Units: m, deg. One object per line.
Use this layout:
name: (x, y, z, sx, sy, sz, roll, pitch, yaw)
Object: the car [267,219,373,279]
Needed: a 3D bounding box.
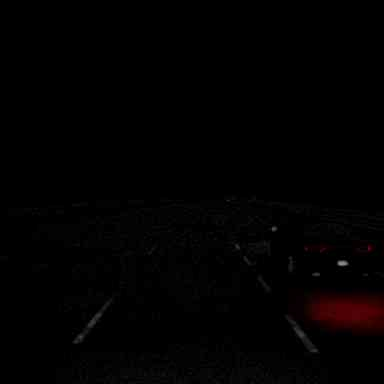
car: (3.672, 1.568, 10.436, 1.882, 1.535, 5.008, 0, 0, 1)
